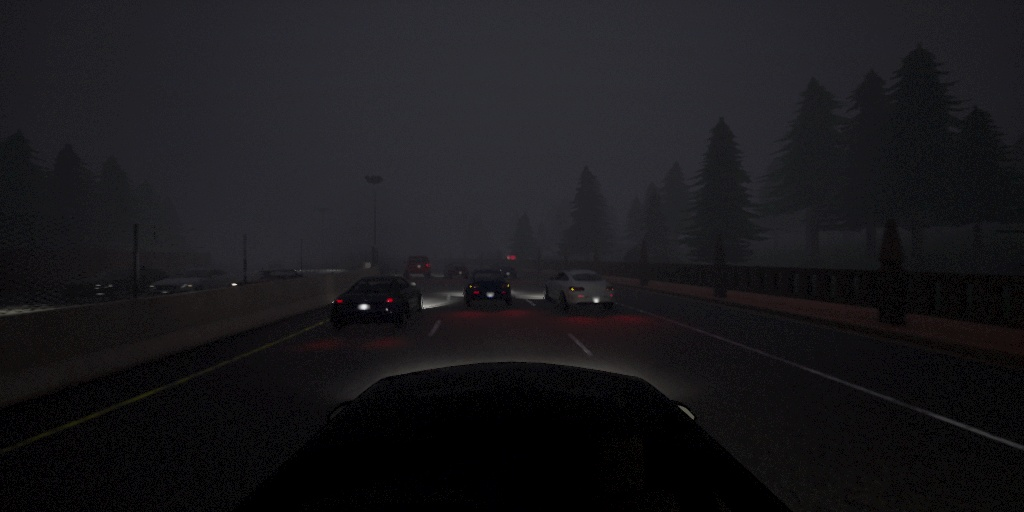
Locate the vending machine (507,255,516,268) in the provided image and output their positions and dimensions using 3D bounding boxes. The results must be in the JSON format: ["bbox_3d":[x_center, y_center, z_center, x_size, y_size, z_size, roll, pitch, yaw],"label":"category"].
[{"bbox_3d":[-0.065,0.897,51.329,1.100,2.100,0.880,0,0,-26],"label":"vending machine"}]

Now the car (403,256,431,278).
[{"bbox_3d":[-8.779,0.979,33.177,2.150,2.045,5.566,0,0,-18],"label":"car"}]

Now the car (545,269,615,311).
[{"bbox_3d":[2.580,1.252,14.390,1.812,1.442,4.674,0,0,-7],"label":"car"}]

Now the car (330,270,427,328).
[{"bbox_3d":[-4.131,1.323,11.502,1.994,1.385,4.181,0,0,-6],"label":"car"}]

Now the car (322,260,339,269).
[{"bbox_3d":[-28.874,1.318,56.941,2.128,1.511,4.902,0,0,-35],"label":"car"}]

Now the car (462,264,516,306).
[{"bbox_3d":[-1.143,1.267,15.731,1.812,1.442,4.674,0,0,-8],"label":"car"}]

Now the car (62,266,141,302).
[{"bbox_3d":[-19.429,1.298,18.070,1.882,1.535,5.008,0,0,-12],"label":"car"}]

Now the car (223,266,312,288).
[{"bbox_3d":[-12.379,1.389,18.594,1.895,1.301,4.718,0,0,-11],"label":"car"}]

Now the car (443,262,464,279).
[{"bbox_3d":[-5.147,1.267,33.098,1.812,1.442,4.674,0,0,-18],"label":"car"}]

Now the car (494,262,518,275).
[{"bbox_3d":[-0.950,1.251,31.346,1.812,1.442,4.674,0,0,-16],"label":"car"}]

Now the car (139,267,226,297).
[{"bbox_3d":[-15.910,1.330,18.265,1.812,1.442,4.674,0,0,-11],"label":"car"}]

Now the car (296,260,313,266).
[{"bbox_3d":[-32.655,1.365,56.160,1.812,1.442,4.674,0,0,-36],"label":"car"}]
